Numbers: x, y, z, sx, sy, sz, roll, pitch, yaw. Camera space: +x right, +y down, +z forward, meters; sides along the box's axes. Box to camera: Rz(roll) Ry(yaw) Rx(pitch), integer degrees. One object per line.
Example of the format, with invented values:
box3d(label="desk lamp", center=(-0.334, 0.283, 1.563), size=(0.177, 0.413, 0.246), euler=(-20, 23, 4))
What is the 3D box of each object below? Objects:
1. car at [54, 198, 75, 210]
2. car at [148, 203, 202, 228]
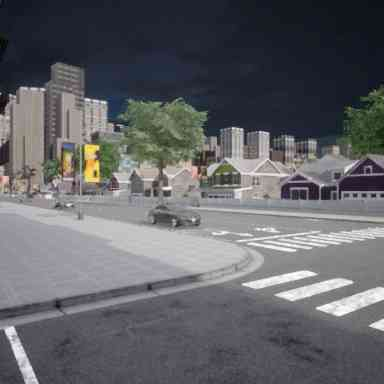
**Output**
box3d(label="car", center=(-17.454, 1.617, 45.560), size=(2.128, 1.511, 4.902), euler=(0, 0, -35))
box3d(label="car", center=(-1.284, 1.549, 22.706), size=(1.837, 1.490, 4.892), euler=(0, 0, -35))
